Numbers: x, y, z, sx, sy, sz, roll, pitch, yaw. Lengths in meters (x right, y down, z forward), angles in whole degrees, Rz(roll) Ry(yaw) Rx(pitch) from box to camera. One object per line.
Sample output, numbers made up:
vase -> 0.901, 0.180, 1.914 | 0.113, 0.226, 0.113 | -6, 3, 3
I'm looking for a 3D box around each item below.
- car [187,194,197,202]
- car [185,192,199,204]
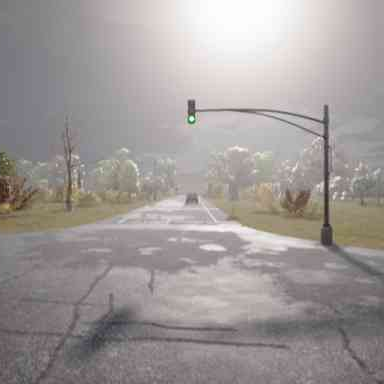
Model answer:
car -> 0.015, 1.254, 69.620 | 1.882, 1.535, 5.008 | 0, 0, 0
car -> 0.013, 1.020, 59.231 | 2.150, 2.045, 5.566 | 0, 0, 0
